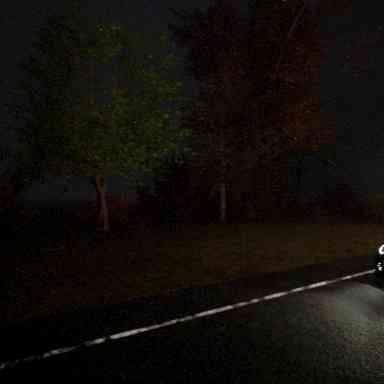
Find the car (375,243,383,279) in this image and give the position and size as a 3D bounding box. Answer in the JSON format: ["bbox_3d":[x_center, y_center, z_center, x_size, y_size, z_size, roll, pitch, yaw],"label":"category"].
[{"bbox_3d":[6.792,1.404,8.675,4.553,1.767,2.097,0,0,-34],"label":"car"}]
